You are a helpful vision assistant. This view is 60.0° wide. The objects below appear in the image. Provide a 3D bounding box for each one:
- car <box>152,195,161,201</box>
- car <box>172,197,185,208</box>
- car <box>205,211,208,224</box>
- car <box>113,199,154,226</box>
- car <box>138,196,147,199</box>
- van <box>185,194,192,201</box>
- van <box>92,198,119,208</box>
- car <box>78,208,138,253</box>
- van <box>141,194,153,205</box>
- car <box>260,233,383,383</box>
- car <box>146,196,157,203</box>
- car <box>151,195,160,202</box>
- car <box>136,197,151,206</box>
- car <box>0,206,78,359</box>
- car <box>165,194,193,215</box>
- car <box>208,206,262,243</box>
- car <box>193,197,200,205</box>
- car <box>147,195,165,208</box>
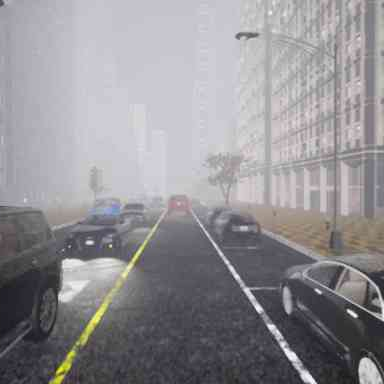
[{"bbox_3d":[-9.353,1.609,88.553,2.008,1.369,4.403,-1,0,-2],"label":"car"},{"bbox_3d":[-1.891,1.490,47.417,1.837,1.490,4.892,0,-1,-2],"label":"car"},{"bbox_3d":[1.831,1.536,21.459,1.947,1.339,4.313,-1,0,-2],"label":"car"},{"bbox_3d":[-4.033,1.510,23.639,1.837,1.490,4.892,0,0,-2],"label":"car"},{"bbox_3d":[-7.479,1.573,43.591,2.008,1.369,4.403,-1,0,-2],"label":"car"},{"bbox_3d":[-0.985,1.347,88.902,1.690,1.788,3.998,-1,0,-2],"label":"van"},{"bbox_3d":[-6.781,1.362,26.731,1.690,1.788,3.998,-1,0,-2],"label":"van"},{"bbox_3d":[-3.614,1.574,13.570,1.994,1.385,4.181,0,0,-2],"label":"car"},{"bbox_3d":[-8.186,1.372,60.451,1.690,1.788,3.998,-1,0,-2],"label":"van"},{"bbox_3d":[2.534,1.531,4.598,2.008,1.369,4.403,-1,0,-2],"label":"car"},{"bbox_3d":[-8.650,1.585,71.692,1.887,1.381,4.507,-1,0,-2],"label":"car"},{"bbox_3d":[-9.118,1.602,82.933,2.008,1.369,4.403,-1,0,-2],"label":"car"},{"bbox_3d":[-7.947,1.572,54.832,1.887,1.381,4.507,-1,0,-2],"label":"car"},{"bbox_3d":[-3.210,1.238,3.574,2.150,2.045,5.566,0,0,-2],"label":"car"},{"bbox_3d":[-1.311,1.207,33.418,2.150,2.045,5.566,0,0,-2],"label":"car"},{"bbox_3d":[2.066,1.538,15.839,1.947,1.339,4.313,-1,0,-2],"label":"car"},{"bbox_3d":[0.426,1.557,55.181,1.802,1.307,4.206,-1,0,-2],"label":"car"},{"bbox_3d":[-5.008,1.425,49.166,2.097,1.767,4.553,0,0,-2],"label":"car"}]
